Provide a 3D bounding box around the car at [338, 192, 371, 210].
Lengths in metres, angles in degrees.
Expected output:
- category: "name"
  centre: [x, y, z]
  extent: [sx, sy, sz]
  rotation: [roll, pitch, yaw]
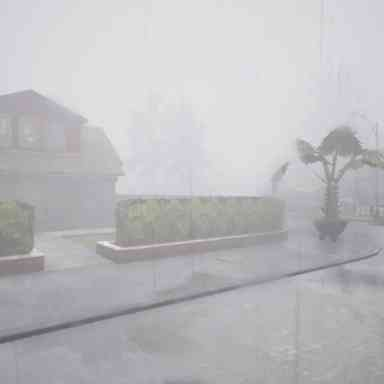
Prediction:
- category: "car"
  centre: [17.391, 0.985, 36.217]
  extent: [3.866, 1.878, 1.905]
  rotation: [0, 0, 0]
